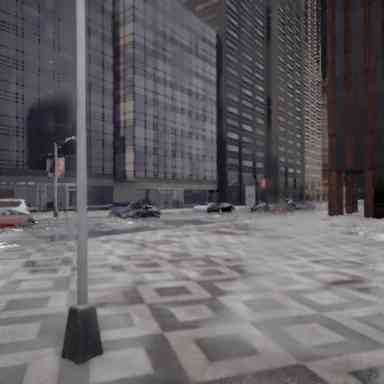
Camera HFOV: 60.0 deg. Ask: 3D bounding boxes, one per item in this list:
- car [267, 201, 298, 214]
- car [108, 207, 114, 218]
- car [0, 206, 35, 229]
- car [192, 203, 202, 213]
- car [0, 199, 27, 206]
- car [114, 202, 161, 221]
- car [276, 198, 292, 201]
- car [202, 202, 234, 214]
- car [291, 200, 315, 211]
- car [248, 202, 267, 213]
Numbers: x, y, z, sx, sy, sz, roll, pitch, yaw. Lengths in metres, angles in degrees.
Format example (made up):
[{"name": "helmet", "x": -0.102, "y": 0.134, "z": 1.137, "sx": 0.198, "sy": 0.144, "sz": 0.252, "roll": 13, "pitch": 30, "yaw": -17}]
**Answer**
[{"name": "car", "x": 12.284, "y": 2.265, "z": 45.032, "sx": 1.895, "sy": 1.301, "sz": 4.718, "roll": -1, "pitch": -1, "yaw": 36}, {"name": "car", "x": -6.726, "y": 1.844, "z": 35.606, "sx": 2.097, "sy": 1.767, "sz": 4.553, "roll": -1, "pitch": -1, "yaw": 36}, {"name": "car", "x": -12.598, "y": 1.832, "z": 21.764, "sx": 1.994, "sy": 1.385, "sz": 4.181, "roll": -1, "pitch": -1, "yaw": 34}, {"name": "car", "x": 1.878, "y": 2.215, "z": 47.486, "sx": 1.812, "sy": 1.442, "sz": 4.674, "roll": -1, "pitch": -1, "yaw": 36}, {"name": "car", "x": -14.859, "y": 1.526, "z": 24.342, "sx": 2.150, "sy": 2.045, "sz": 5.566, "roll": -1, "pitch": -1, "yaw": 36}, {"name": "car", "x": -4.971, "y": 1.971, "z": 32.480, "sx": 1.812, "sy": 1.442, "sz": 4.674, "roll": -1, "pitch": -1, "yaw": 36}, {"name": "car", "x": 15.535, "y": 2.048, "z": 55.173, "sx": 2.150, "sy": 2.045, "sz": 5.566, "roll": -1, "pitch": -1, "yaw": 36}, {"name": "car", "x": 3.858, "y": 2.126, "z": 44.682, "sx": 1.882, "sy": 1.535, "sz": 5.008, "roll": -1, "pitch": 0, "yaw": 36}, {"name": "car", "x": 18.153, "y": 2.347, "z": 53.243, "sx": 2.033, "sy": 1.411, "sz": 5.357, "roll": -1, "pitch": -1, "yaw": 36}, {"name": "car", "x": 9.628, "y": 2.195, "z": 46.907, "sx": 1.837, "sy": 1.490, "sz": 4.892, "roll": -1, "pitch": -1, "yaw": 36}]
